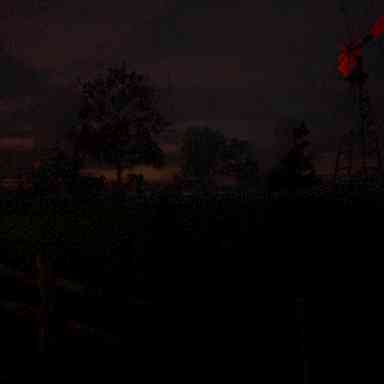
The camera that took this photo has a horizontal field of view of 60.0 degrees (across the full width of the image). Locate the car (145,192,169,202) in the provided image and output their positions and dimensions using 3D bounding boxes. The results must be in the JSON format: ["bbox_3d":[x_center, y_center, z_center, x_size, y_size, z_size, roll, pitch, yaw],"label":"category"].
[{"bbox_3d":[-5.824,0.825,55.199,1.837,1.490,4.892,0,0,37],"label":"car"}]
